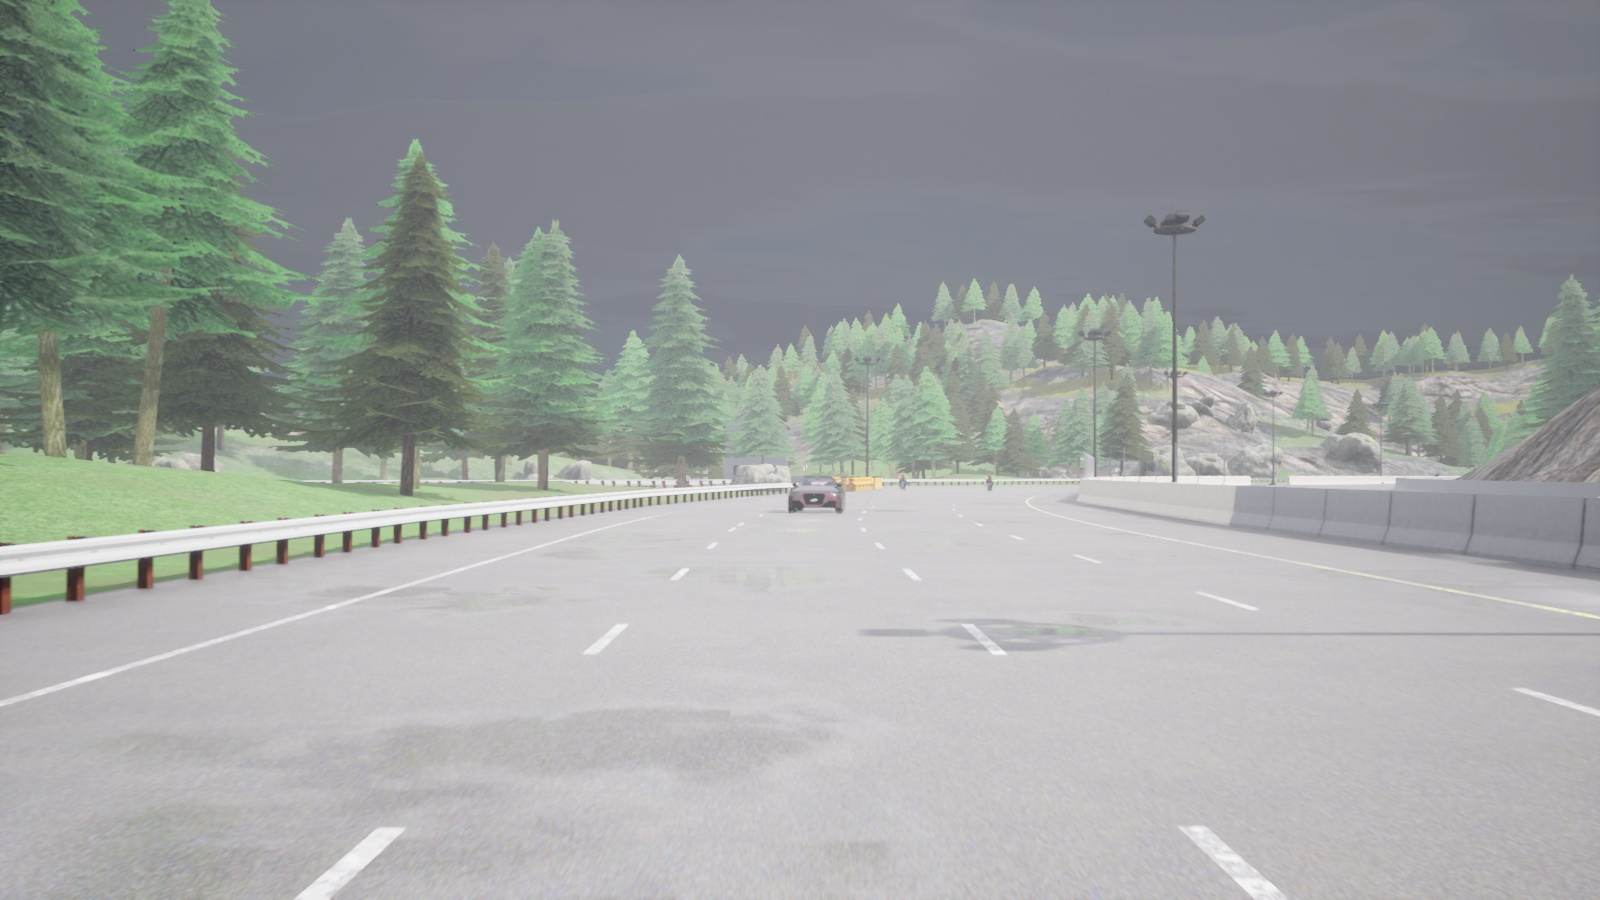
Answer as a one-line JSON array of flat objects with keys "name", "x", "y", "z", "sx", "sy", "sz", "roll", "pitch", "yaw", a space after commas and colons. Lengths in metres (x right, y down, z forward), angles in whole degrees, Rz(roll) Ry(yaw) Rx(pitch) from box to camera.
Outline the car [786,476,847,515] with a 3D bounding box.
[{"name": "car", "x": 0.665, "y": 1.669, "z": 47.389, "sx": 1.994, "sy": 1.385, "sz": 4.181, "roll": 0, "pitch": -1, "yaw": 5}]
